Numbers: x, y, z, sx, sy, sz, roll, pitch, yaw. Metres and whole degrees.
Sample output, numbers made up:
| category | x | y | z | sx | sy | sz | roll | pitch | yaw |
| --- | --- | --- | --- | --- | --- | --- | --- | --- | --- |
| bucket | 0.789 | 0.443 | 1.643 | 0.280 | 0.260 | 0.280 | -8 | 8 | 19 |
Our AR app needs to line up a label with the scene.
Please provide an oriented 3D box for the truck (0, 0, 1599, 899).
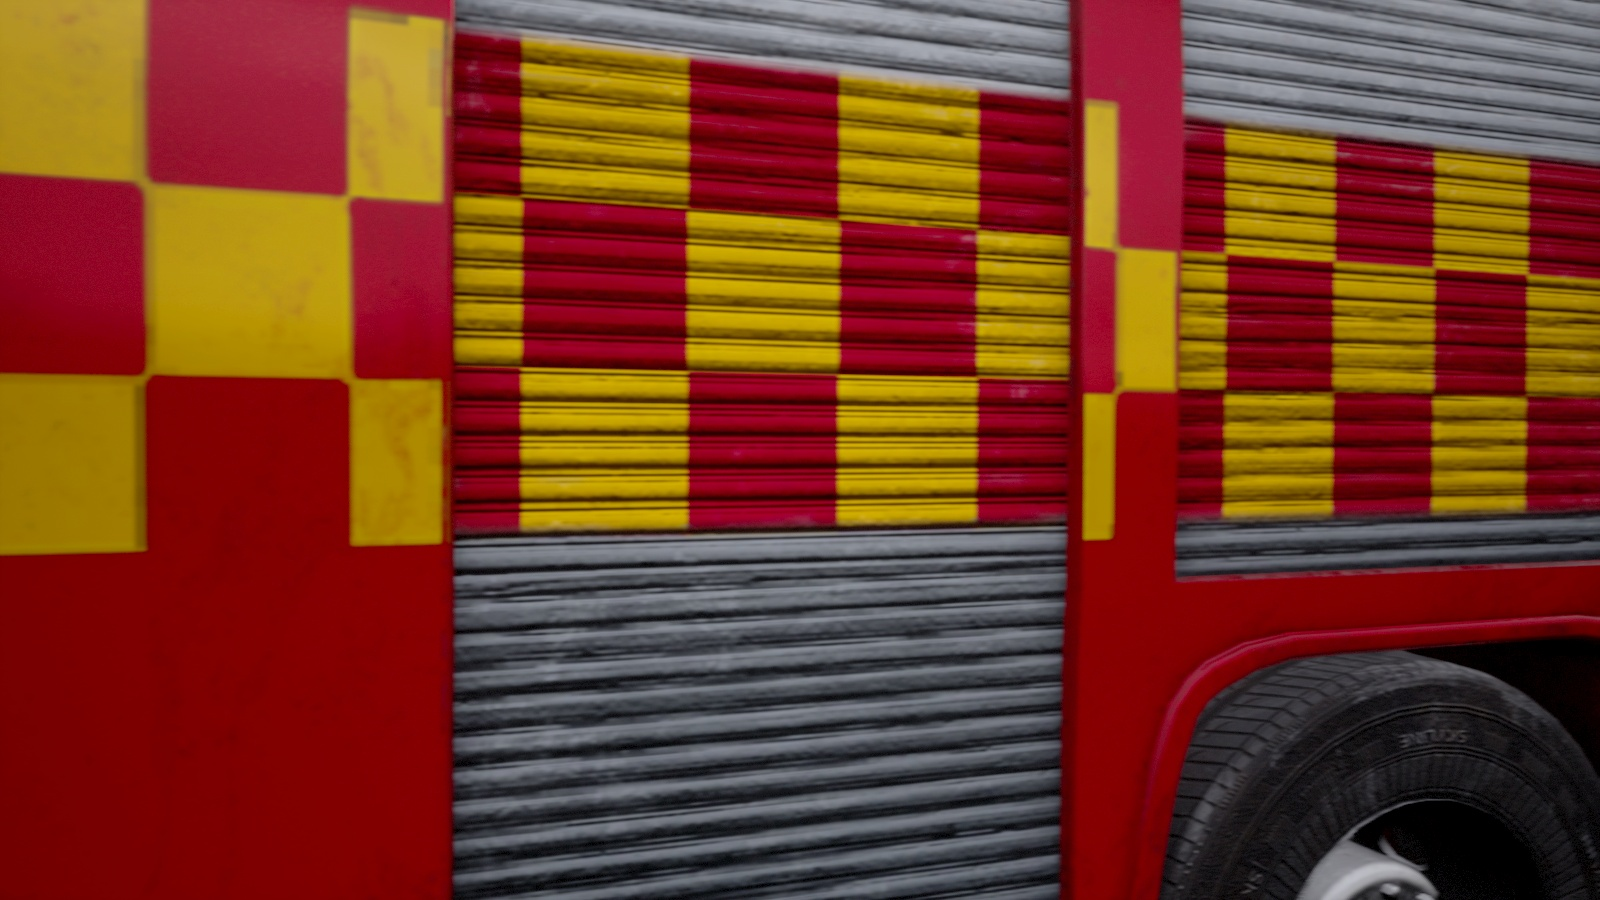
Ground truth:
| category | x | y | z | sx | sy | sz | roll | pitch | yaw |
| --- | --- | --- | --- | --- | --- | --- | --- | --- | --- |
| truck | -1.854 | -0.389 | 2.523 | 8.468 | 3.827 | 2.891 | -1 | 1 | -21 |
